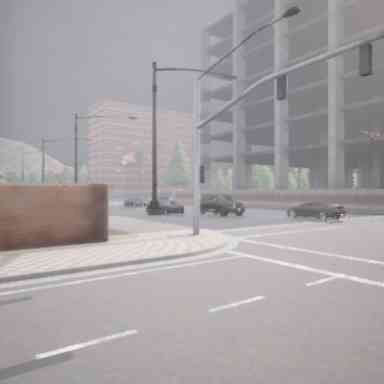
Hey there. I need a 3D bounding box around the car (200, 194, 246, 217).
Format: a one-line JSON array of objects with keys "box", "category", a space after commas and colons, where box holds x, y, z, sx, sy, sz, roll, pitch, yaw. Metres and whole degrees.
[{"box": [2.528, 1.189, 31.202, 2.150, 2.045, 5.566, 0, 0, -35], "category": "car"}]

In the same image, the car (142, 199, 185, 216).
[{"box": [-2.595, 1.450, 32.414, 1.882, 1.535, 5.008, 0, 0, -35], "category": "car"}]

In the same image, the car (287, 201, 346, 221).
[{"box": [9.938, 1.466, 27.017, 1.837, 1.490, 4.892, 1, 0, -33], "category": "car"}]

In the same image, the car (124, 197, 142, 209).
[{"box": [-7.853, 1.471, 46.058, 1.837, 1.490, 4.892, 0, 0, -35], "category": "car"}]
